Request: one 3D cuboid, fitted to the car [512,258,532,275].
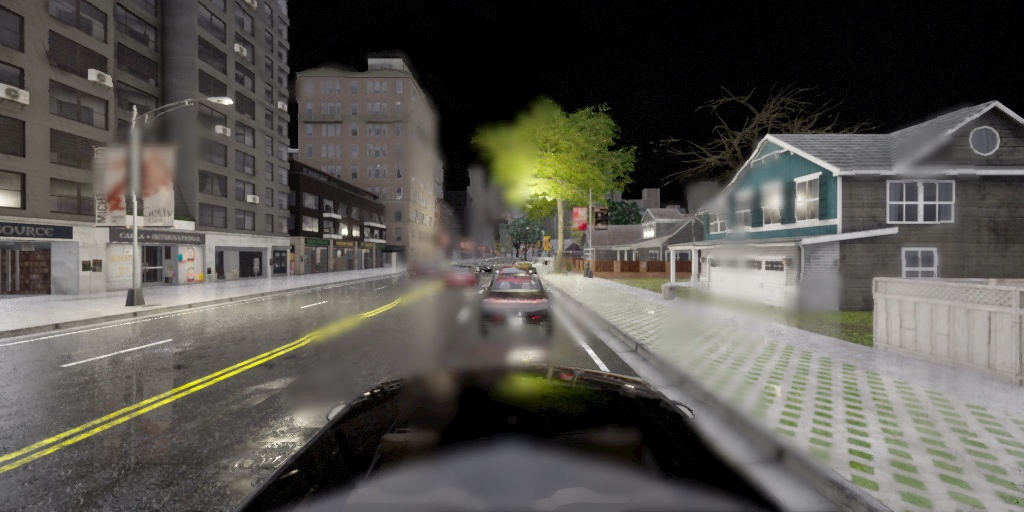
[{"bbox_3d":[1.015,1.068,39.468,2.097,1.767,4.553,0,0,0],"label":"car"}]

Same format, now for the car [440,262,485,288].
[{"bbox_3d":[-3.127,1.301,23.507,1.994,1.385,4.181,0,0,0],"label":"car"}]

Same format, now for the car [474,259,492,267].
[{"bbox_3d":[-3.108,1.316,40.704,1.895,1.301,4.718,0,0,0],"label":"car"}]

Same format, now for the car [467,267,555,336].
[{"bbox_3d":[0.112,1.239,10.375,2.128,1.511,4.902,0,0,0],"label":"car"}]

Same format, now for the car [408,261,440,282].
[{"bbox_3d":[-6.571,1.295,28.480,1.994,1.385,4.181,0,0,0],"label":"car"}]

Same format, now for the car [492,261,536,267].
[{"bbox_3d":[0.120,1.219,19.879,1.882,1.535,5.008,0,0,0],"label":"car"}]

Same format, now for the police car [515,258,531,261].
[{"bbox_3d":[1.005,1.155,29.608,1.930,1.638,5.238,0,0,0],"label":"police car"}]
